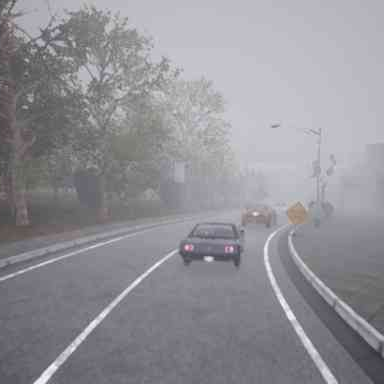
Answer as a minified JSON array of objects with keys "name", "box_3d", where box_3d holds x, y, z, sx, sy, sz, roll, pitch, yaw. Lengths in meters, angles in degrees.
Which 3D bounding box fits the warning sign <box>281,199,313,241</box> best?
[{"name":"warning sign","box_3d":[5.522,1.435,17.512,1.300,1.860,1.060,8,7,17]}]

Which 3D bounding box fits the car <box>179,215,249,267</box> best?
[{"name":"car","box_3d":[0.930,1.730,12.073,1.895,1.301,4.718,1,0,11]}]

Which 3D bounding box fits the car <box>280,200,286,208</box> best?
[{"name":"car","box_3d":[18.179,2.372,68.016,2.128,1.511,4.902,2,0,18]}]

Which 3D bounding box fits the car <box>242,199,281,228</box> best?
[{"name":"car","box_3d":[5.375,1.692,26.034,2.097,1.767,4.553,2,0,22]}]
